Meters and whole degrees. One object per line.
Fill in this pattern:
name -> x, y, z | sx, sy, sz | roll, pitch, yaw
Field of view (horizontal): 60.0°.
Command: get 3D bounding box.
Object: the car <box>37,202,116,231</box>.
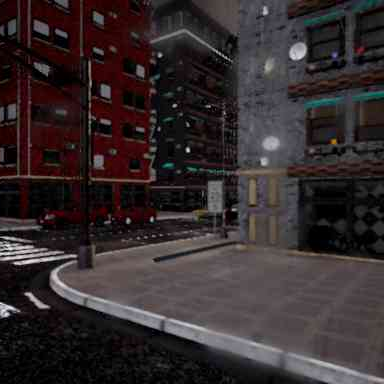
car -> -8.183, 1.613, 23.375 | 2.192, 1.841, 5.009 | -1, -2, 35

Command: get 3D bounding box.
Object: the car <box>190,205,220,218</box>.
car -> 1.606, 2.130, 37.166 | 1.752, 1.417, 4.829 | -1, -2, 35

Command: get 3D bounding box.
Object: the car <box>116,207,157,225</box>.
car -> -4.888, 1.946, 28.014 | 1.887, 1.381, 4.507 | -1, -2, 35

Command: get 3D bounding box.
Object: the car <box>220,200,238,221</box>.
car -> 5.365, 1.812, 32.422 | 2.150, 2.045, 5.566 | 0, -1, 36
